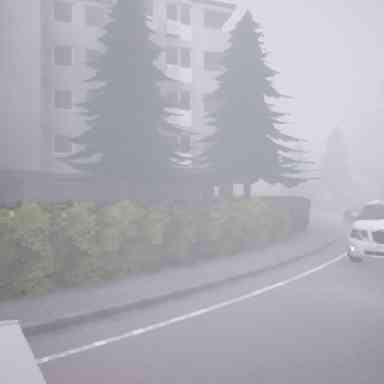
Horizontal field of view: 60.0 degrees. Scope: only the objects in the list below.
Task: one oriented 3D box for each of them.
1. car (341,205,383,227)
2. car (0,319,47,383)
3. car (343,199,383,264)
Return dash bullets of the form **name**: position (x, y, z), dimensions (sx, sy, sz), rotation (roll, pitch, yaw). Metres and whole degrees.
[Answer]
- **car**: position (12.838, 1.713, 24.939), dimensions (1.994, 1.385, 4.181), rotation (0, 0, 8)
- **car**: position (-3.374, 1.632, 1.758), dimensions (4.718, 1.301, 1.895), rotation (0, -1, -35)
- **car**: position (7.094, 1.284, 11.733), dimensions (2.150, 2.045, 5.566), rotation (0, 0, 35)
